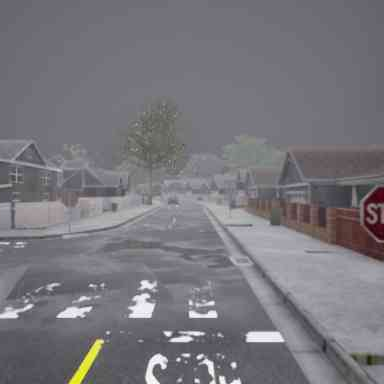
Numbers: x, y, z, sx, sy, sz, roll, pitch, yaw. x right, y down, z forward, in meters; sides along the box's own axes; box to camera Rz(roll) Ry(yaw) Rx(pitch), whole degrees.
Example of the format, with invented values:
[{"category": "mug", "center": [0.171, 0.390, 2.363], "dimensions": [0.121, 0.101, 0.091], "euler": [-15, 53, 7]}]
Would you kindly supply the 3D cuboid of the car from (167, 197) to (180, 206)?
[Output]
[{"category": "car", "center": [-3.044, 1.443, 54.374], "dimensions": [2.033, 1.411, 5.357], "euler": [0, 0, -3]}]
